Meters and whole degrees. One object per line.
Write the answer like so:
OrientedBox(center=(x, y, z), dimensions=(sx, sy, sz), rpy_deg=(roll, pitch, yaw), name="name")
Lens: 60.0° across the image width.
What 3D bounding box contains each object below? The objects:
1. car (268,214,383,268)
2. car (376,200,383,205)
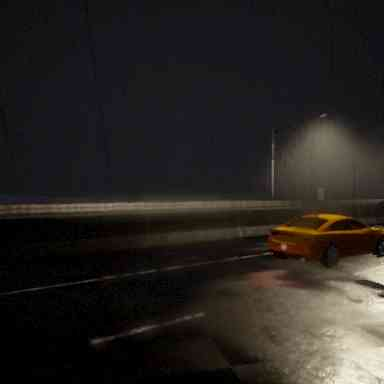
OrientedBox(center=(4.827, 1.513, 11.503), dimensions=(5.008, 1.535, 1.882), rpy_deg=(0, 0, -35), name="car")
OrientedBox(center=(29.347, 1.781, 49.642), dimensions=(4.181, 1.385, 1.994), rpy_deg=(0, 0, -33), name="car")
